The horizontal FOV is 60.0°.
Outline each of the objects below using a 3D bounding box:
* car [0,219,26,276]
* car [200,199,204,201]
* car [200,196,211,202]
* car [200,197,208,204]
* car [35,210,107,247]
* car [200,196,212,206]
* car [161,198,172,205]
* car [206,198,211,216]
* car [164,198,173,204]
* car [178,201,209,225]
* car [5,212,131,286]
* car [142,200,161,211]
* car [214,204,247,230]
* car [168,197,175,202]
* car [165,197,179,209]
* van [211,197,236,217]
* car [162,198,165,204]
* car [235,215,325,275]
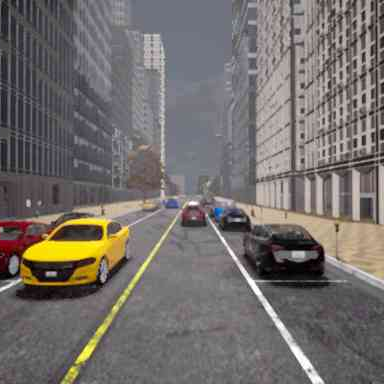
[{"bbox_3d":[-5.673,1.616,10.528,1.887,1.381,4.507,0,0,0],"label":"car"},{"bbox_3d":[0.158,1.869,42.171,1.895,1.301,4.718,0,0,0],"label":"car"},{"bbox_3d":[2.771,1.663,56.047,2.192,1.841,5.009,0,0,0],"label":"car"},{"bbox_3d":[2.801,1.997,78.984,1.752,1.417,4.829,0,0,0],"label":"car"},{"bbox_3d":[-5.666,1.674,16.221,1.947,1.339,4.313,0,0,0],"label":"car"},{"bbox_3d":[2.787,1.726,67.432,2.192,1.841,5.009,0,0,0],"label":"car"},{"bbox_3d":[-5.587,1.991,73.145,2.008,1.369,4.403,0,0,0],"label":"car"},{"bbox_3d":[2.739,1.656,33.278,1.967,1.590,4.097,0,0,0],"label":"car"},{"bbox_3d":[-5.580,2.036,78.838,1.947,1.339,4.313,0,0,0],"label":"car"},{"bbox_3d":[0.133,1.694,25.582,1.812,1.442,4.674,0,-1,0],"label":"car"},{"bbox_3d":[-3.086,1.544,9.790,1.882,1.535,5.008,0,0,0],"label":"car"},{"bbox_3d":[-5.627,1.807,44.513,1.752,1.417,4.829,0,0,0],"label":"car"},{"bbox_3d":[2.723,1.712,21.892,1.947,1.339,4.313,0,0,0],"label":"car"},{"bbox_3d":[-5.564,2.110,90.221,1.802,1.307,4.206,0,0,0],"label":"car"},{"bbox_3d":[-3.008,1.795,50.901,1.882,1.535,5.008,0,0,0],"label":"car"},{"bbox_3d":[2.731,1.522,27.588,1.690,1.788,3.998,0,0,0],"label":"van"},{"bbox_3d":[-5.619,1.865,50.377,2.008,1.369,4.403,0,0,0],"label":"car"},{"bbox_3d":[2.707,1.638,10.508,1.947,1.339,4.313,0,0,0],"label":"car"}]
